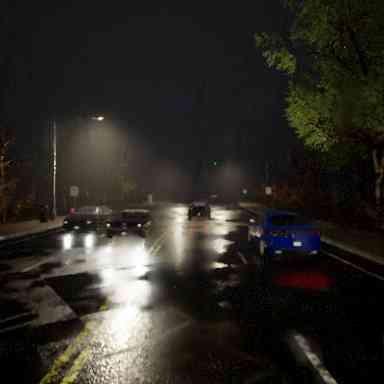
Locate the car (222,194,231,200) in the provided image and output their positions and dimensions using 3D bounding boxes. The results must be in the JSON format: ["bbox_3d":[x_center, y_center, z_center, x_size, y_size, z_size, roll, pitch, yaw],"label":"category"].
[{"bbox_3d":[9.488,1.285,92.387,2.097,1.767,4.553,0,0,8],"label":"car"}]

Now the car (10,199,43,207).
[{"bbox_3d":[-27.669,1.883,55.300,5.357,1.411,2.033,-1,-1,11],"label":"car"}]

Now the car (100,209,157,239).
[{"bbox_3d":[-3.090,1.617,17.504,1.895,1.301,4.718,0,0,2],"label":"car"}]

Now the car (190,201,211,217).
[{"bbox_3d":[0.922,1.626,33.098,1.895,1.301,4.718,0,0,3],"label":"car"}]

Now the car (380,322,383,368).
[{"bbox_3d":[3.254,1.356,2.056,2.097,1.767,4.553,0,0,0],"label":"car"}]

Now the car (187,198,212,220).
[{"bbox_3d":[0.648,1.515,27.995,2.128,1.511,4.902,0,0,3],"label":"car"}]

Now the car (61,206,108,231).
[{"bbox_3d":[-6.245,1.566,20.873,2.033,1.411,5.357,0,0,2],"label":"car"}]

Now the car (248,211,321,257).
[{"bbox_3d":[3.390,1.492,13.010,1.882,1.535,5.008,0,0,1],"label":"car"}]

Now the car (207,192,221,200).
[{"bbox_3d":[6.166,1.101,92.062,2.150,2.045,5.566,0,0,8],"label":"car"}]
